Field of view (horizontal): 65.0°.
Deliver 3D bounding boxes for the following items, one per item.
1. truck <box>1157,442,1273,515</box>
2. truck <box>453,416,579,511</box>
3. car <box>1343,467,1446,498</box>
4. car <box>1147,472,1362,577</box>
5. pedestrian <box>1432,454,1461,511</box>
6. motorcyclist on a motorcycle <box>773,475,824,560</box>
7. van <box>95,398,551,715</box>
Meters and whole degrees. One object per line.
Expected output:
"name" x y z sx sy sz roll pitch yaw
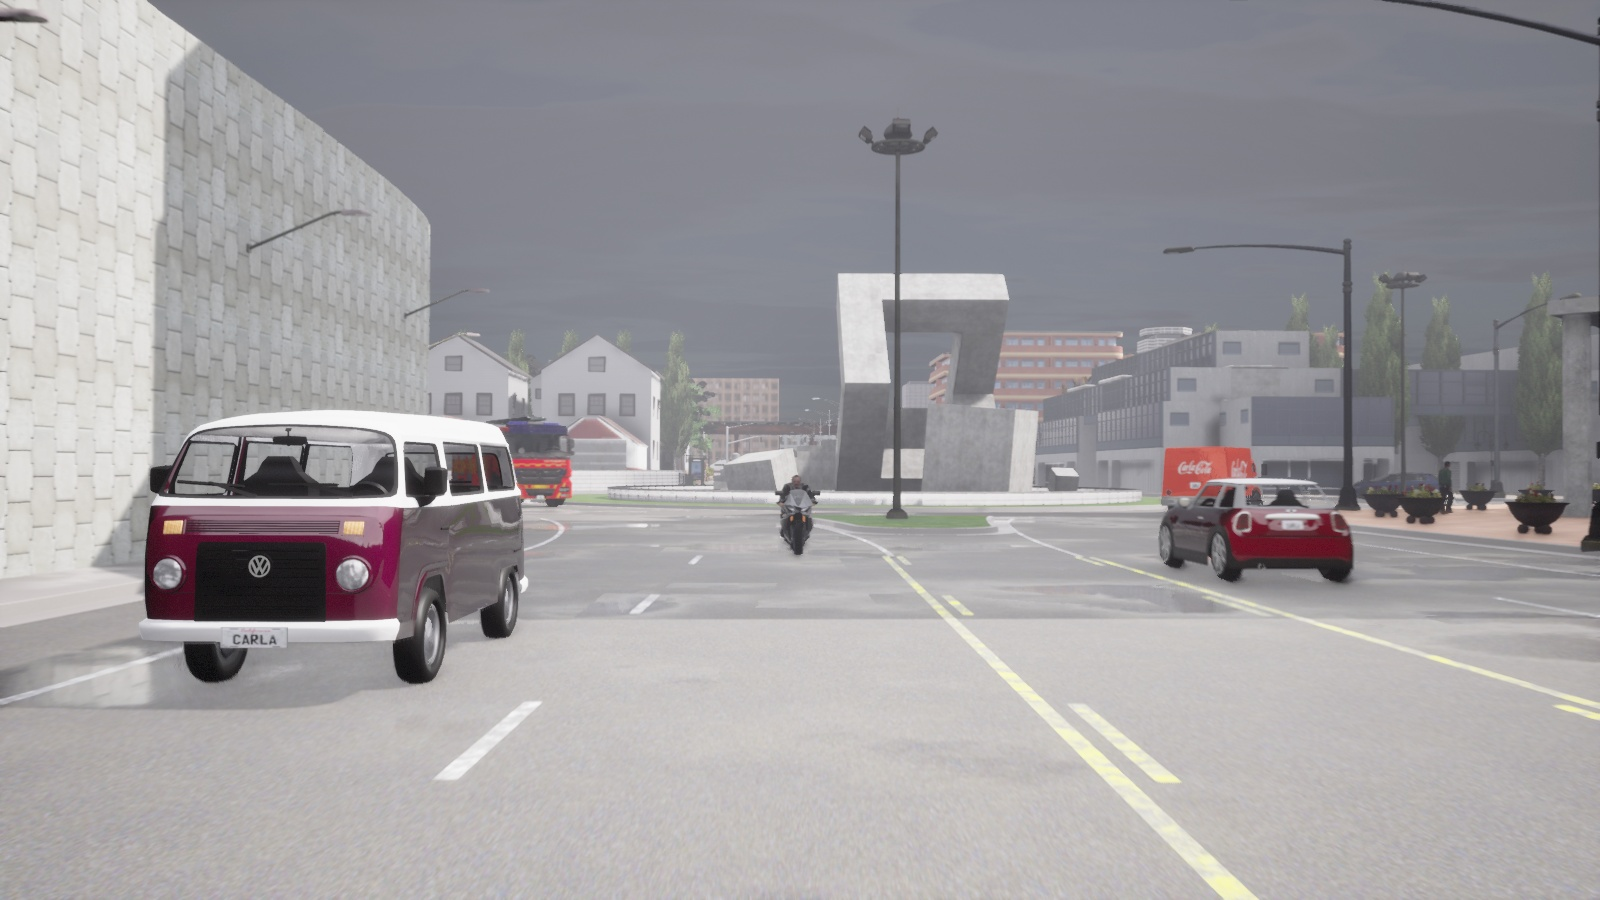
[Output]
"truck" 14.995 1.024 45.186 2.627 2.467 5.204 -1 -1 34
"truck" -12.536 0.617 54.753 2.891 3.827 8.468 0 -1 -30
"car" 32.860 1.777 69.503 4.856 1.649 2.033 -1 -1 16
"car" 6.953 1.081 19.665 1.970 1.475 3.806 0 -1 0
"pedestrian" 22.315 1.109 43.357 0.788 1.949 0.423 0 -1 -15
"motorcyclist on a motorcycle" -0.054 1.253 24.078 0.866 1.530 2.191 0 -1 -3
"van" -3.526 0.726 10.369 2.069 2.038 4.480 0 -1 0
